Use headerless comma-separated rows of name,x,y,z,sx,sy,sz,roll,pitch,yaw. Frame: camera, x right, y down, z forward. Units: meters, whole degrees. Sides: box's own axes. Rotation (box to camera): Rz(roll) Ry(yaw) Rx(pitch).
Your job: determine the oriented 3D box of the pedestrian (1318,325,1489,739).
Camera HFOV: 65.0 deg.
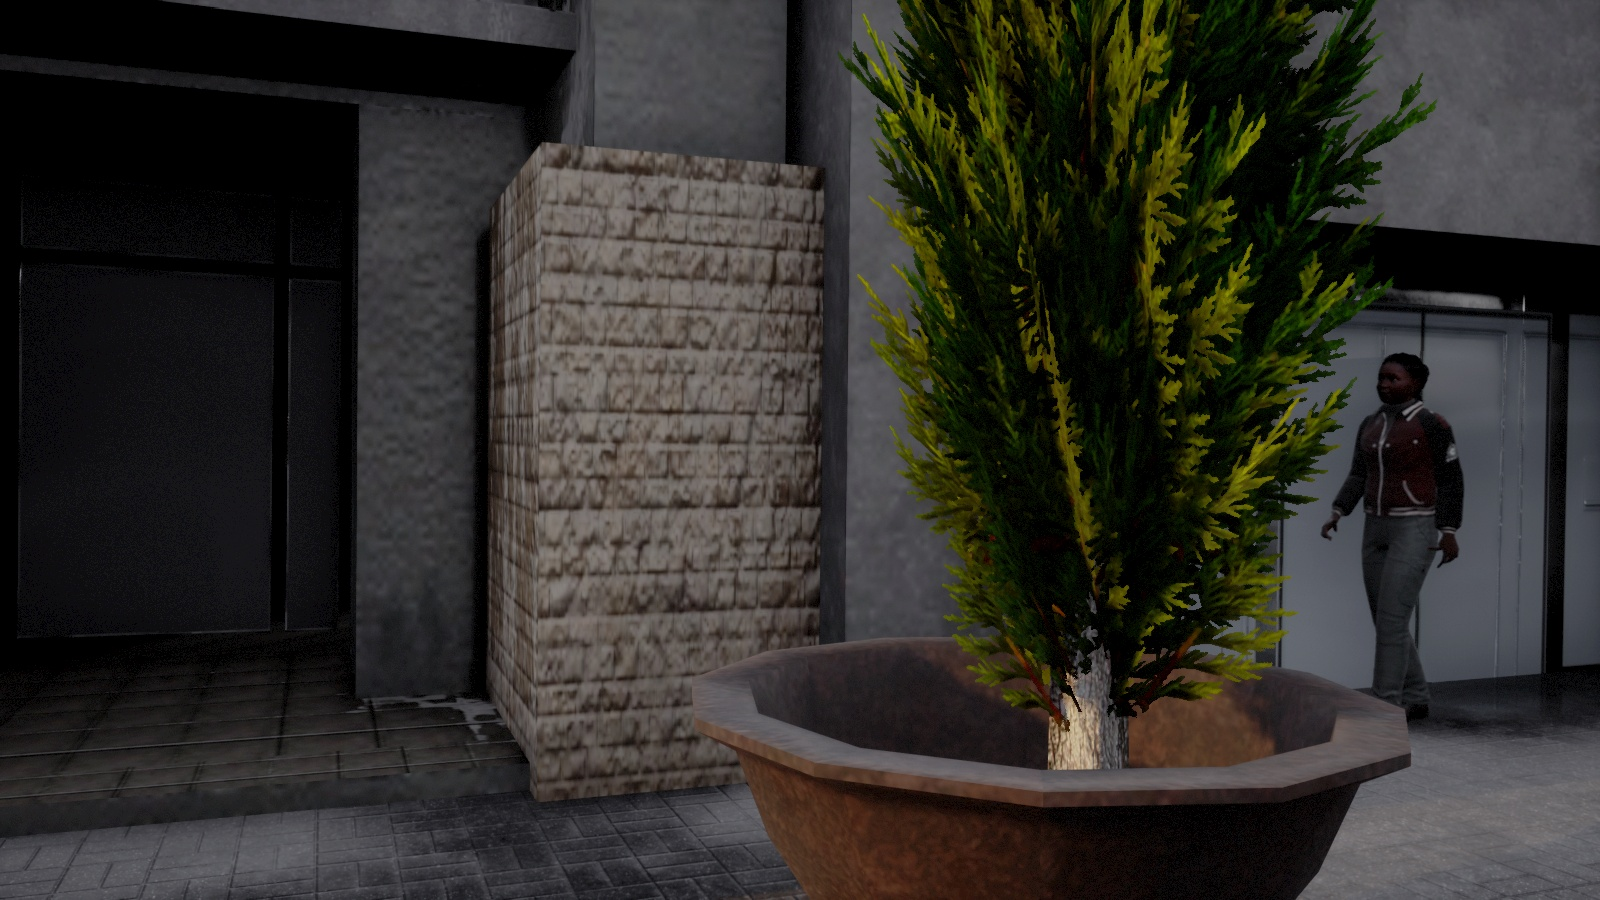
pedestrian,2.951,0.376,6.152,0.666,1.930,0.402,-1,1,-21
